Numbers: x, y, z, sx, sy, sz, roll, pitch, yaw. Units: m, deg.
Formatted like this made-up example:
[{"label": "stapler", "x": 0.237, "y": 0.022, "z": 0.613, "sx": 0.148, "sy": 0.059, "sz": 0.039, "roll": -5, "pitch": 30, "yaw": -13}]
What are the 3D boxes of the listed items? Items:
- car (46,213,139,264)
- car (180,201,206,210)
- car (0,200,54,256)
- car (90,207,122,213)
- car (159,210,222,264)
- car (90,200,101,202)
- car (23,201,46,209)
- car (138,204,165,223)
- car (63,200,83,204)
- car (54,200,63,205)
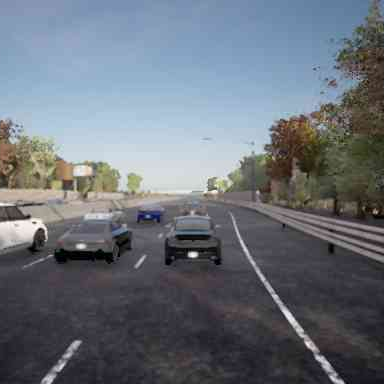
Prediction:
[{"label": "car", "x": -3.449, "y": 1.687, "z": 12.410, "sx": 1.994, "sy": 1.385, "sz": 4.181, "roll": 0, "pitch": 0, "yaw": 0}, {"label": "car", "x": 0.053, "y": 1.621, "z": 27.192, "sx": 2.097, "sy": 1.767, "sz": 4.553, "roll": 0, "pitch": -1, "yaw": 0}, {"label": "car", "x": -6.961, "y": 1.333, "z": 11.137, "sx": 2.150, "sy": 2.045, "sz": 5.566, "roll": 0, "pitch": 0, "yaw": 1}, {"label": "car", "x": -6.953, "y": 1.866, "z": 26.668, "sx": 1.895, "sy": 1.301, "sz": 4.718, "roll": 0, "pitch": -1, "yaw": 1}, {"label": "car", "x": 0.049, "y": 1.626, "z": 12.301, "sx": 1.837, "sy": 1.490, "sz": 4.892, "roll": 0, "pitch": 0, "yaw": 0}, {"label": "car", "x": -17.510, "y": 2.152, "z": 60.148, "sx": 1.812, "sy": 1.442, "sz": 4.674, "roll": 0, "pitch": -1, "yaw": 1}, {"label": "car", "x": -27.997, "y": 2.219, "z": 59.421, "sx": 1.895, "sy": 1.301, "sz": 4.718, "roll": 0, "pitch": -1, "yaw": 0}, {"label": "car", "x": -3.437, "y": 1.761, "z": 28.495, "sx": 1.882, "sy": 1.535, "sz": 5.008, "roll": 0, "pitch": 0, "yaw": 0}, {"label": "car", "x": -21.004, "y": 2.151, "z": 59.987, "sx": 1.812, "sy": 1.442, "sz": 4.674, "roll": 0, "pitch": -1, "yaw": 1}, {"label": "car", "x": -24.501, "y": 2.150, "z": 59.905, "sx": 1.812, "sy": 1.442, "sz": 4.674, "roll": 0, "pitch": -1, "yaw": 1}]
